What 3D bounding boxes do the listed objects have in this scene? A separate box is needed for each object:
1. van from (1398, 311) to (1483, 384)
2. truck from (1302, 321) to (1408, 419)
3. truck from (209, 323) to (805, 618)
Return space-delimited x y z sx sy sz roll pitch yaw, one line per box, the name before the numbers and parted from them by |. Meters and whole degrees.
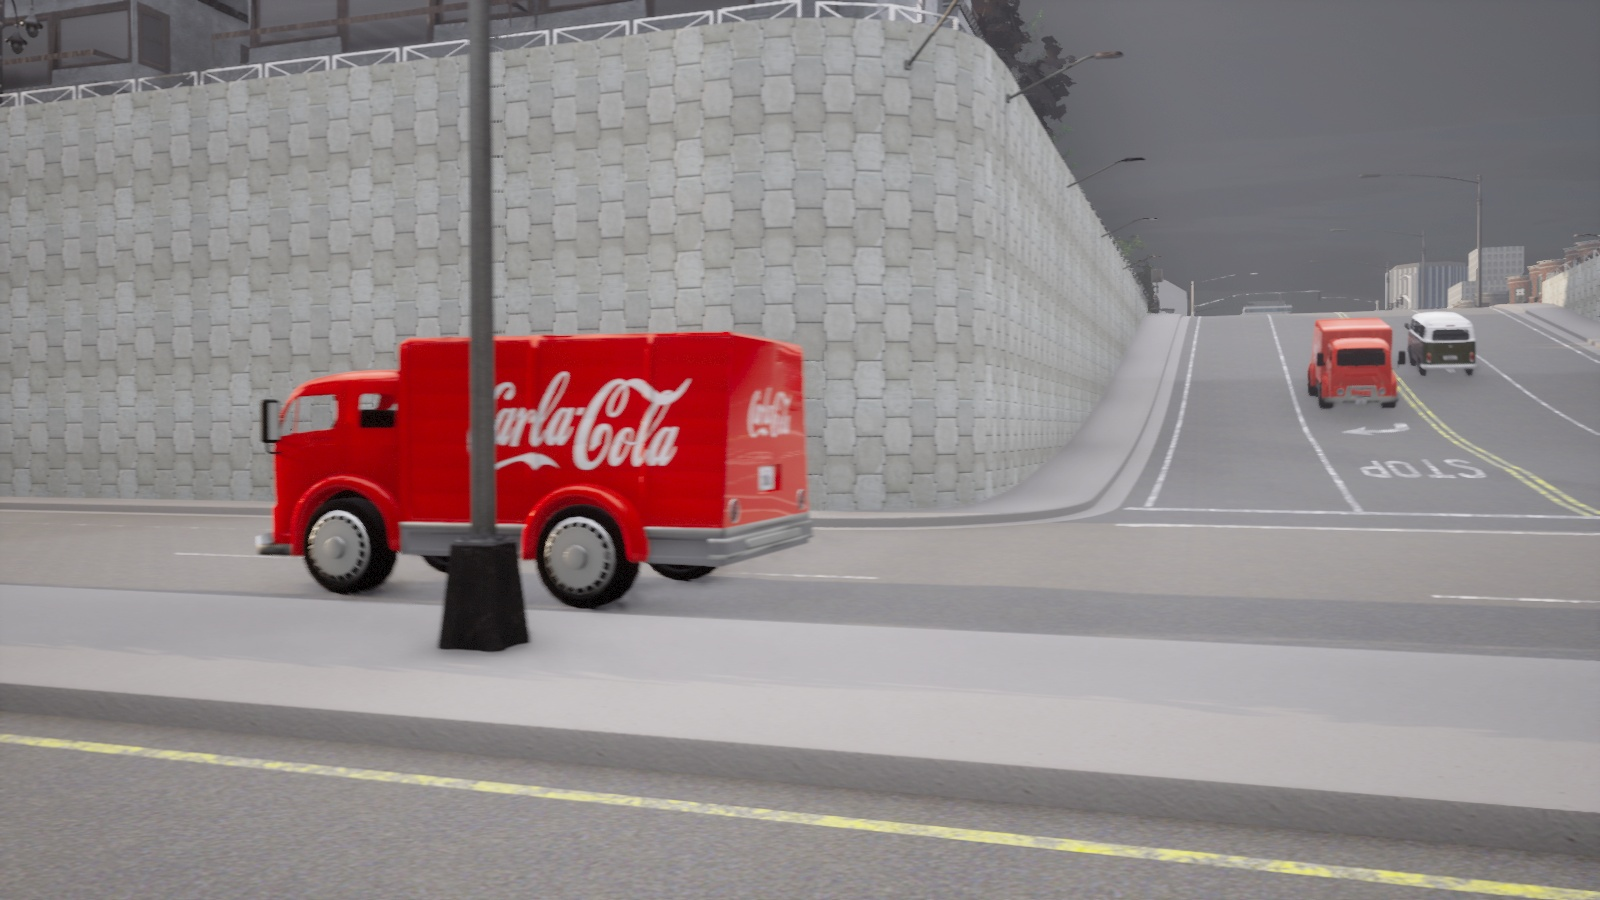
van | 23.352 -3.792 45.966 2.069 2.038 4.480 1 12 19
truck | 17.861 -2.663 40.701 2.627 2.467 5.204 1 11 19
truck | -2.841 0.128 12.582 5.204 2.467 2.627 1 1 19
